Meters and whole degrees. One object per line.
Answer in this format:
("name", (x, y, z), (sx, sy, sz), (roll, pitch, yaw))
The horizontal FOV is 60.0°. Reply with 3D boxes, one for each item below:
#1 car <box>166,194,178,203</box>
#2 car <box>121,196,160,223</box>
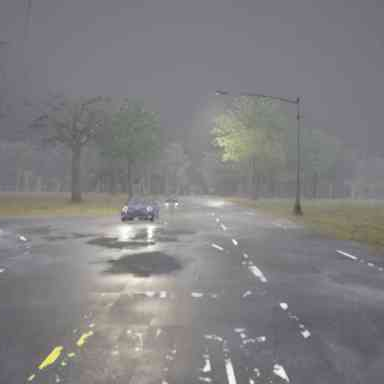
("car", (-3.365, 1.105, 55.633), (1.837, 1.490, 4.892), (0, 0, 0))
("car", (-3.407, 1.069, 22.679), (2.097, 1.767, 4.553), (1, 0, 0))
